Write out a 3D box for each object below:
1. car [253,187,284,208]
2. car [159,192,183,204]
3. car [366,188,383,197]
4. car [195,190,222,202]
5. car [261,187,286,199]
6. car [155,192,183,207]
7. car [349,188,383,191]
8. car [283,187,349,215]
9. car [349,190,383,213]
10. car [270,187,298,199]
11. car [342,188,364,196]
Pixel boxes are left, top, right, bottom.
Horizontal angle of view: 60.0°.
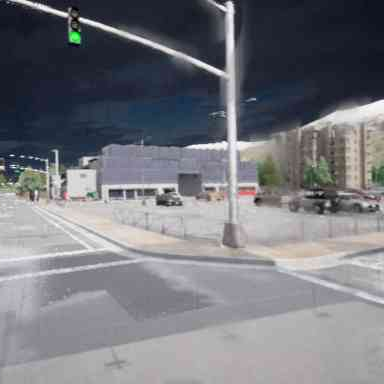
[{"bbox_3d":[8.176,0.582,33.228,1.932,1.855,4.605,-2,1,-29],"label":"car"},{"bbox_3d":[-2.967,0.807,46.554,1.970,1.475,3.806,-2,1,-29],"label":"car"},{"bbox_3d":[33.317,0.041,58.895,1.970,1.475,3.806,-2,1,-29],"label":"car"},{"bbox_3d":[2.483,0.573,49.950,2.152,1.636,5.027,-2,1,-29],"label":"car"},{"bbox_3d":[13.664,0.186,56.158,1.905,1.878,3.866,-2,1,-29],"label":"car"},{"bbox_3d":[-2.746,0.957,38.615,2.007,1.523,4.514,-2,1,-29],"label":"car"},{"bbox_3d":[19.413,0.481,38.653,2.007,1.523,4.514,-2,1,-29],"label":"car"},{"bbox_3d":[9.122,0.637,24.754,1.905,1.878,3.866,-2,1,-29],"label":"car"},{"bbox_3d":[12.330,0.840,25.836,1.970,1.475,3.806,-2,1,-29],"label":"car"},{"bbox_3d":[16.004,0.137,57.929,1.932,1.855,4.605,-2,1,-29],"label":"car"},{"bbox_3d":[32.320,-0.038,66.829,1.845,1.501,3.633,-2,1,-29],"label":"car"}]
